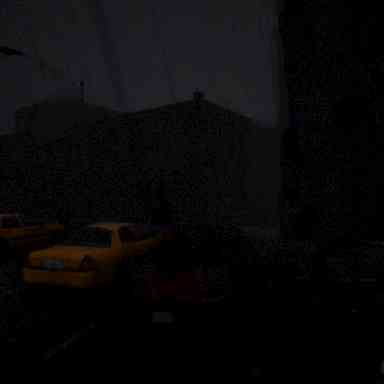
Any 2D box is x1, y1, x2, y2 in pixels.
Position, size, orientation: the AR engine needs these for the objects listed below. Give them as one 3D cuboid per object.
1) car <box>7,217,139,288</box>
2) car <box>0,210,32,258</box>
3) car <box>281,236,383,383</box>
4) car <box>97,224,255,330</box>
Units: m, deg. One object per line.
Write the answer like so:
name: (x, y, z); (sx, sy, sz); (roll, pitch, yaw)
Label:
car: (-2.087, 1.467, 9.154); (1.946, 1.575, 5.366); (0, -1, 16)
car: (-6.858, 1.454, 12.558); (1.946, 1.575, 5.366); (0, -1, 15)
car: (2.636, 1.484, 5.561); (2.231, 1.521, 4.892); (0, -1, 16)
car: (0.239, 1.504, 7.240); (2.163, 1.488, 4.792); (1, -1, 16)
